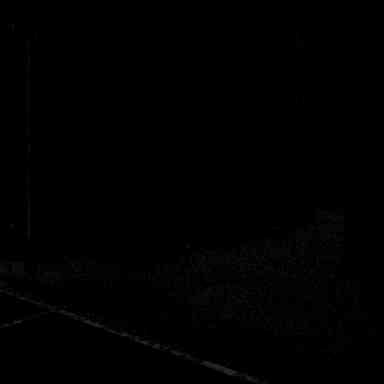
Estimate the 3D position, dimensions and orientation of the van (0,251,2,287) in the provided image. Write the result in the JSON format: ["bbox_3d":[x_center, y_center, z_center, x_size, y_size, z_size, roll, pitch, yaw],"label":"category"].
[{"bbox_3d":[-5.778,1.339,7.194,3.998,1.788,1.690,0,0,35],"label":"van"}]
